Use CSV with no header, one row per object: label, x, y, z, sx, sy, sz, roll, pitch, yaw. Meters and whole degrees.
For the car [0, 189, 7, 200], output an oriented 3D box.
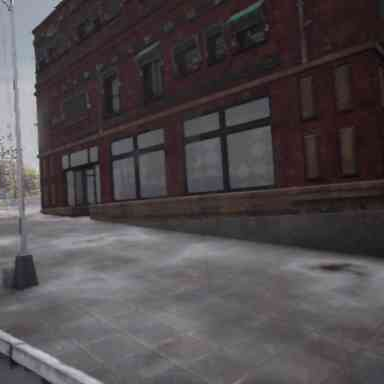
car,-35.073,0.592,58.666,2.150,2.045,5.566,-5,2,3
